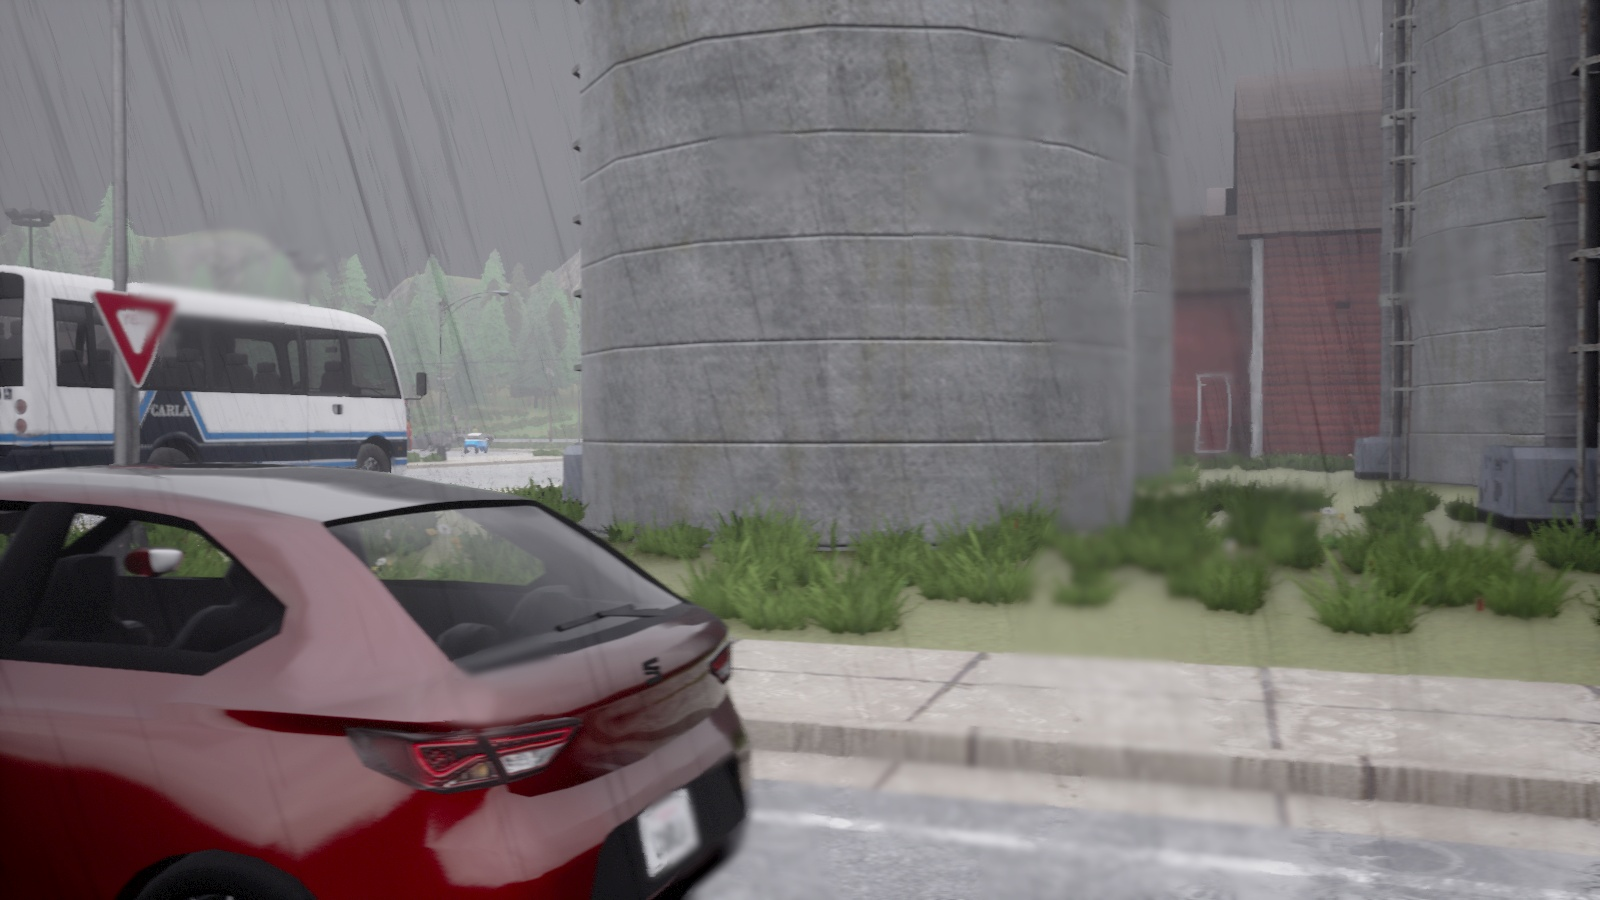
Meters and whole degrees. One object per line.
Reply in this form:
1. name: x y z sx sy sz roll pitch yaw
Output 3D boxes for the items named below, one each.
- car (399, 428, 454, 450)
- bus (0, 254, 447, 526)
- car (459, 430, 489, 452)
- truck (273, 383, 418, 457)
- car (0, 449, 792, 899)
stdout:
1. car: -27.099 -0.806 91.102 3.633 1.501 1.845 1 1 32
2. bus: -11.726 -1.027 25.137 3.944 4.253 10.273 1 1 18
3. car: -21.584 -0.606 83.262 1.481 1.376 2.207 0 1 -2
4. truck: -24.844 -1.610 69.148 2.891 3.827 8.468 1 1 18
5. car: -2.310 0.762 3.939 4.193 1.474 1.816 1 1 20
